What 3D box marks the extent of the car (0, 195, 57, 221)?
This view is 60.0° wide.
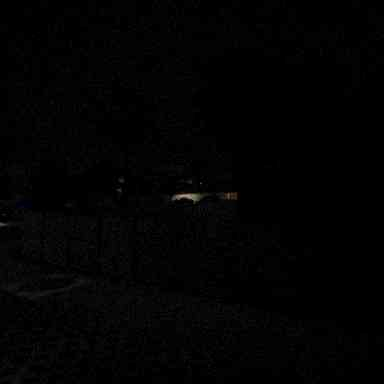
[{"bbox_3d":[-14.208,1.313,28.911,2.150,2.045,5.566,-1,0,32],"label":"car"}]

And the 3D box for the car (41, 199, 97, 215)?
[{"bbox_3d":[-10.293,1.564,29.008,1.812,1.442,4.674,-1,0,32],"label":"car"}]

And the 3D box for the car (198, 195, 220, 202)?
[{"bbox_3d":[2.449,1.296,48.999,1.837,1.490,4.892,-1,0,33],"label":"car"}]

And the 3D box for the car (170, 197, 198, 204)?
[{"bbox_3d":[-1.478,1.428,48.912,1.994,1.385,4.181,-1,0,33],"label":"car"}]
